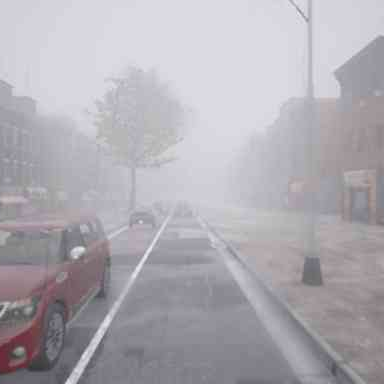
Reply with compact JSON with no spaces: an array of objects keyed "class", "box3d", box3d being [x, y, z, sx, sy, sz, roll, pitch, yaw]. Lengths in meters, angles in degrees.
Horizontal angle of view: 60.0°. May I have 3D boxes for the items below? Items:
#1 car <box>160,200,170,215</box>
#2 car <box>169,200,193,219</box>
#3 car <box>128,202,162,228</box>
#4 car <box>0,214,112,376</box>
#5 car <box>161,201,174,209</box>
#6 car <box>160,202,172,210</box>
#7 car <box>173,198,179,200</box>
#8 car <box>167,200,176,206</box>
[{"class":"car","box3d":[-3.799,1.884,39.104,1.967,1.590,4.097,-1,-1,-2]},{"class":"car","box3d":[-0.911,1.833,33.193,2.128,1.511,4.902,0,-1,-1]},{"class":"car","box3d":[-3.453,1.759,24.347,1.837,1.490,4.892,0,-1,-2]},{"class":"car","box3d":[-2.788,1.389,5.927,2.192,1.841,5.009,-1,0,-2]},{"class":"car","box3d":[-4.471,2.367,61.217,2.008,1.369,4.403,-1,-1,-2]},{"class":"car","box3d":[-4.303,2.300,55.686,1.802,1.307,4.206,-1,-1,-2]},{"class":"car","box3d":[-1.322,2.026,46.285,2.128,1.511,4.902,0,-1,-1]},{"class":"car","box3d":[-5.141,2.718,83.345,2.008,1.369,4.403,-1,-1,-2]}]
